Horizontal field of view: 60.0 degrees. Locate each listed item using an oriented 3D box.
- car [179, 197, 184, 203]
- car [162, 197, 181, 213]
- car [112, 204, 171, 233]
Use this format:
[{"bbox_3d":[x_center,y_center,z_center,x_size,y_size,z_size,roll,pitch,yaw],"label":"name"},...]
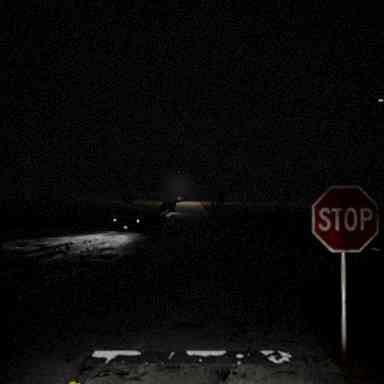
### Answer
[{"bbox_3d":[-2.814,1.901,77.134,1.994,1.385,4.181,0,-1,0],"label":"car"},{"bbox_3d":[-2.783,1.715,40.364,2.033,1.411,5.357,0,0,0],"label":"car"},{"bbox_3d":[-3.206,1.711,21.141,1.895,1.301,4.718,1,0,15],"label":"car"}]
